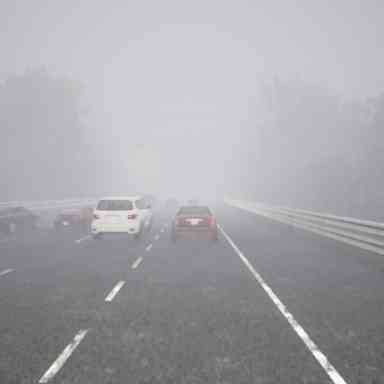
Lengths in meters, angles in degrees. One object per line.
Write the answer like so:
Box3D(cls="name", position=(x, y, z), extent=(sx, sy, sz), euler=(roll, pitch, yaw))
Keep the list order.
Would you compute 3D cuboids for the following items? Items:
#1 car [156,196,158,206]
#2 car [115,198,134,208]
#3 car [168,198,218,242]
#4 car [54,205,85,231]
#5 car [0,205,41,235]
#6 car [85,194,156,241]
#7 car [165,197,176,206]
Box3D(cls="car", position=(-6.827, 1.279, 54.004), extent=(2.150, 2.045, 5.566), euler=(0, 0, 0))
Box3D(cls="car", position=(-10.332, 1.652, 51.353), extent=(1.895, 1.301, 4.718), euler=(0, 0, 0))
Box3D(cls="car", position=(0.114, 1.370, 16.657), extent=(2.097, 1.767, 4.553), euler=(0, 0, 0))
Box3D(cls="car", position=(-6.880, 1.543, 20.422), extent=(1.812, 1.442, 4.674), euler=(0, 0, 0))
Box3D(cls="car", position=(-10.380, 1.520, 18.961), extent=(1.837, 1.490, 4.892), euler=(0, 0, 0))
Box3D(cls="car", position=(-3.385, 1.239, 16.942), extent=(2.150, 2.045, 5.566), euler=(0, 0, 0))
Box3D(cls="car", position=(-3.327, 1.550, 54.780), extent=(2.128, 1.511, 4.902), euler=(0, 0, 0))
